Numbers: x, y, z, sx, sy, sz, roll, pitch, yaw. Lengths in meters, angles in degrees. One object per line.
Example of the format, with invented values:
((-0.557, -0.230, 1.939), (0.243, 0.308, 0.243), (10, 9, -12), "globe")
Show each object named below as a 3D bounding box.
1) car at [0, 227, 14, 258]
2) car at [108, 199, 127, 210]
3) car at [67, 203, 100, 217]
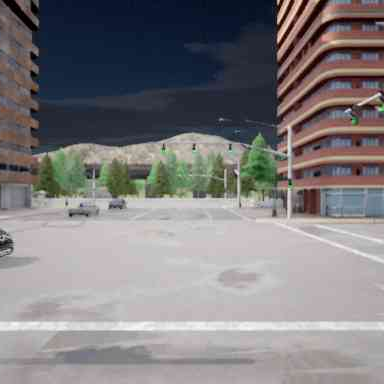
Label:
((-8.375, 1.389, 10.834), (4.553, 1.767, 2.097), (0, 0, 0), "car")
((-10.559, 1.736, 47.350), (1.837, 1.490, 4.892), (0, -1, 0), "car")
((-10.624, 1.760, 32.878), (1.895, 1.301, 4.718), (0, 0, 0), "car")
